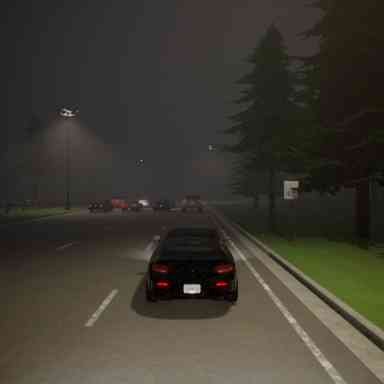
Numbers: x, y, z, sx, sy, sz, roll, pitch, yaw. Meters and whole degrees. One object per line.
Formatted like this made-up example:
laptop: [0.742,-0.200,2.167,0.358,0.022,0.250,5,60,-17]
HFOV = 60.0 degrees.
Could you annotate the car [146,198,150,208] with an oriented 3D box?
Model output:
car: [-6.987,1.541,49.154,1.812,1.442,4.674,0,0,0]

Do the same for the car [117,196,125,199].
car: [-10.487,1.367,49.125,2.097,1.767,4.553,0,0,0]

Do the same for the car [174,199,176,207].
car: [-3.487,1.493,49.153,1.882,1.535,5.008,0,0,0]

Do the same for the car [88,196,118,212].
car: [-10.490,1.559,38.735,2.033,1.411,5.357,0,0,0]

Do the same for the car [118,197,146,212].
car: [-6.990,1.613,39.180,1.895,1.301,4.718,0,0,0]

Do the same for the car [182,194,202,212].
car: [0.010,1.233,38.762,2.150,2.045,5.566,0,0,0]

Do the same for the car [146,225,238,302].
car: [0.002,1.528,8.119,1.812,1.442,4.674,0,0,0]

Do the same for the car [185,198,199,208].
car: [0.013,1.563,49.152,2.033,1.411,5.357,0,0,0]

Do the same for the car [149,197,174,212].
car: [-3.490,1.576,39.149,1.994,1.385,4.181,0,0,0]
